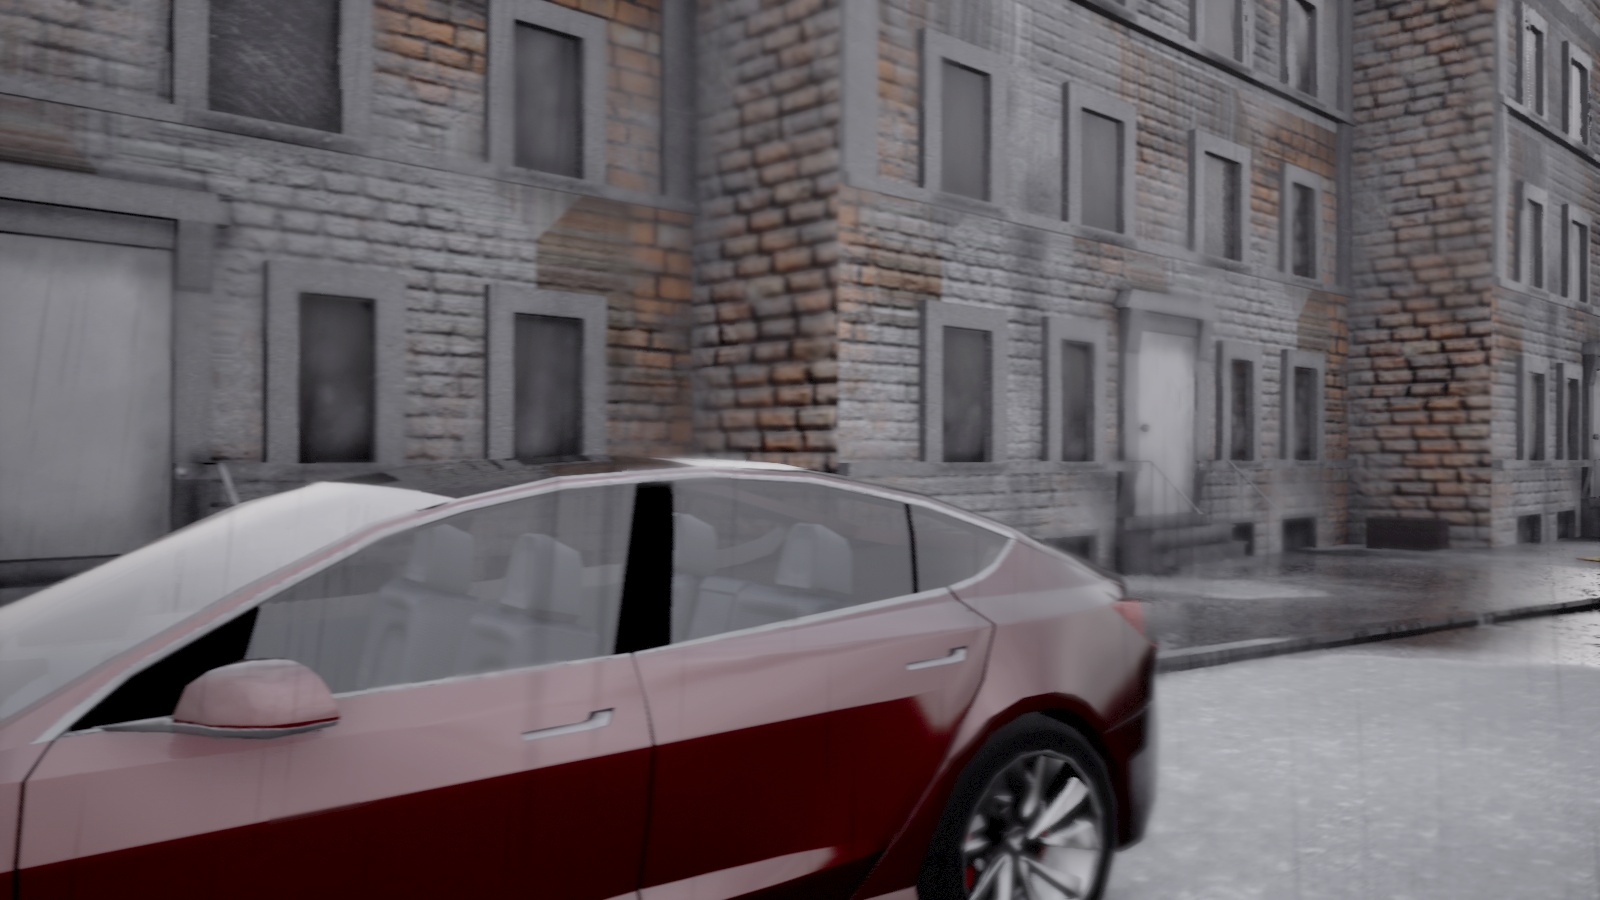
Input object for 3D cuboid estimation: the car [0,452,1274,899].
[{"bbox_3d":[-1.077,0.756,3.517,4.792,1.488,2.163,0,0,-35],"label":"car"}]
